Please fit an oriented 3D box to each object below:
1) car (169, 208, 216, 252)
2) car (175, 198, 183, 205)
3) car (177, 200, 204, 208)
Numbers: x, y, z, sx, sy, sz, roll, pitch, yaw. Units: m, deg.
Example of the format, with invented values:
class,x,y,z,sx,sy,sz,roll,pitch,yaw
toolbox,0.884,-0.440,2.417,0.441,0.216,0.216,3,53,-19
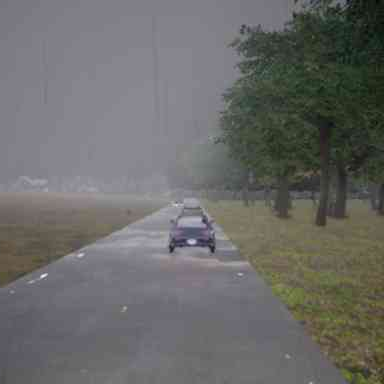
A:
class,x,y,z,sx,sy,sz,roll,pitch,yaw
car,0.008,1.644,14.379,1.812,1.442,4.674,0,0,0
car,-2.733,1.951,71.007,2.033,1.411,5.357,0,0,0
car,0.011,1.713,29.297,2.128,1.511,4.902,0,0,0
